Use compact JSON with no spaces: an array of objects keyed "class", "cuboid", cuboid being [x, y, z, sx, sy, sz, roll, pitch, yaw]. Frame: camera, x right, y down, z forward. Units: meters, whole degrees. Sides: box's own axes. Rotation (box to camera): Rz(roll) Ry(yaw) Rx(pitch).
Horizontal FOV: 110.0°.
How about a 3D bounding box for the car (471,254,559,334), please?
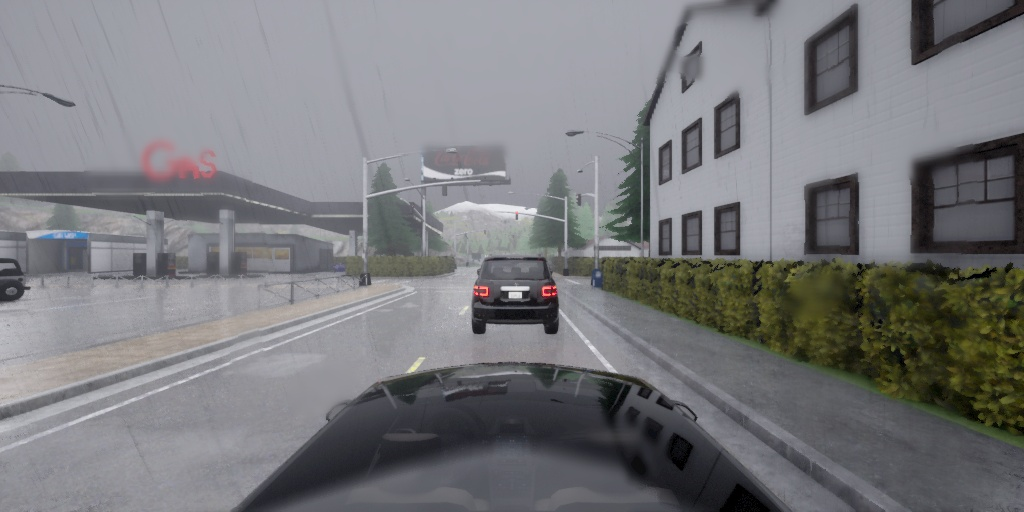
[{"class":"car","cuboid":[0.087,0.971,10.724,2.150,2.045,5.566,0,0,0]}]
